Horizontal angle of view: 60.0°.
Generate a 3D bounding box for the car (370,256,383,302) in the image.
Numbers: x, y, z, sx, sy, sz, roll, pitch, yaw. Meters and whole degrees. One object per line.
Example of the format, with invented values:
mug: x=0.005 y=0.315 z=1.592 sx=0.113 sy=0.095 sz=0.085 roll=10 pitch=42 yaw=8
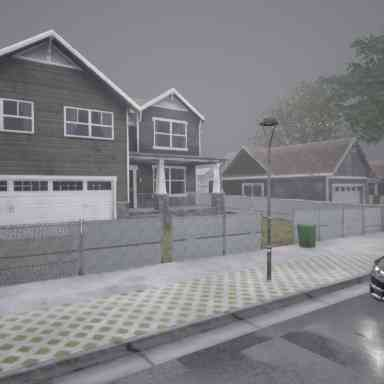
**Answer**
car: x=5.672 y=1.497 z=7.083 sx=4.902 sy=1.511 sz=2.128 roll=0 pitch=0 yaw=-36
